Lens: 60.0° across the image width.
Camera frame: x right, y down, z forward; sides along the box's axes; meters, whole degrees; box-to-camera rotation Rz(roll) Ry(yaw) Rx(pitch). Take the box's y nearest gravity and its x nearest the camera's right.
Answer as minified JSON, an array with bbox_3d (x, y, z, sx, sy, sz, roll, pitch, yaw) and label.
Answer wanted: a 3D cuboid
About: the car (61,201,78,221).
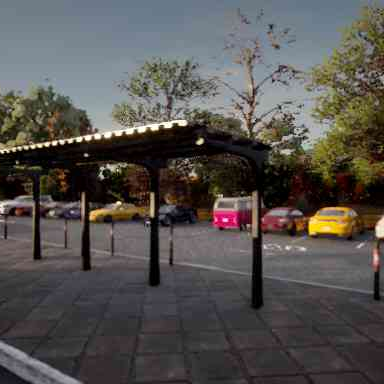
[{"bbox_3d":[-8.233,1.648,28.555,2.163,1.488,4.792,0,0,35],"label":"car"}]

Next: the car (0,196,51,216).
[{"bbox_3d":[-17.324,1.415,34.932,2.435,2.045,5.566,0,0,35],"label":"car"}]

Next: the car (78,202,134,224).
[{"bbox_3d":[-6.094,1.604,26.775,1.946,1.575,5.366,0,0,35],"label":"car"}]

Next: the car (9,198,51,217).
[{"bbox_3d":[-15.039,1.654,33.353,2.097,1.535,5.008,0,0,35],"label":"car"}]

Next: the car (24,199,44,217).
[{"bbox_3d":[-12.775,1.642,31.747,2.097,1.535,5.008,0,0,35],"label":"car"}]

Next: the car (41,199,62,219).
[{"bbox_3d":[-10.510,1.632,30.142,2.231,1.521,4.892,0,0,35],"label":"car"}]

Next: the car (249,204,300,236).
[{"bbox_3d":[5.331,1.588,18.896,2.002,1.452,4.674,0,0,35],"label":"car"}]

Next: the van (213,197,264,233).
[{"bbox_3d":[3.136,1.333,20.599,1.878,1.987,4.442,0,0,35],"label":"van"}]

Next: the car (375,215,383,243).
[{"bbox_3d":[9.861,1.565,15.684,2.002,1.452,4.674,0,0,35],"label":"car"}]

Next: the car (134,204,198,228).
[{"bbox_3d":[-1.474,1.612,23.691,2.163,1.488,4.792,0,0,35],"label":"car"}]

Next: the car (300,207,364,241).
[{"bbox_3d":[7.595,1.536,17.288,2.097,1.535,5.008,0,0,35],"label":"car"}]
